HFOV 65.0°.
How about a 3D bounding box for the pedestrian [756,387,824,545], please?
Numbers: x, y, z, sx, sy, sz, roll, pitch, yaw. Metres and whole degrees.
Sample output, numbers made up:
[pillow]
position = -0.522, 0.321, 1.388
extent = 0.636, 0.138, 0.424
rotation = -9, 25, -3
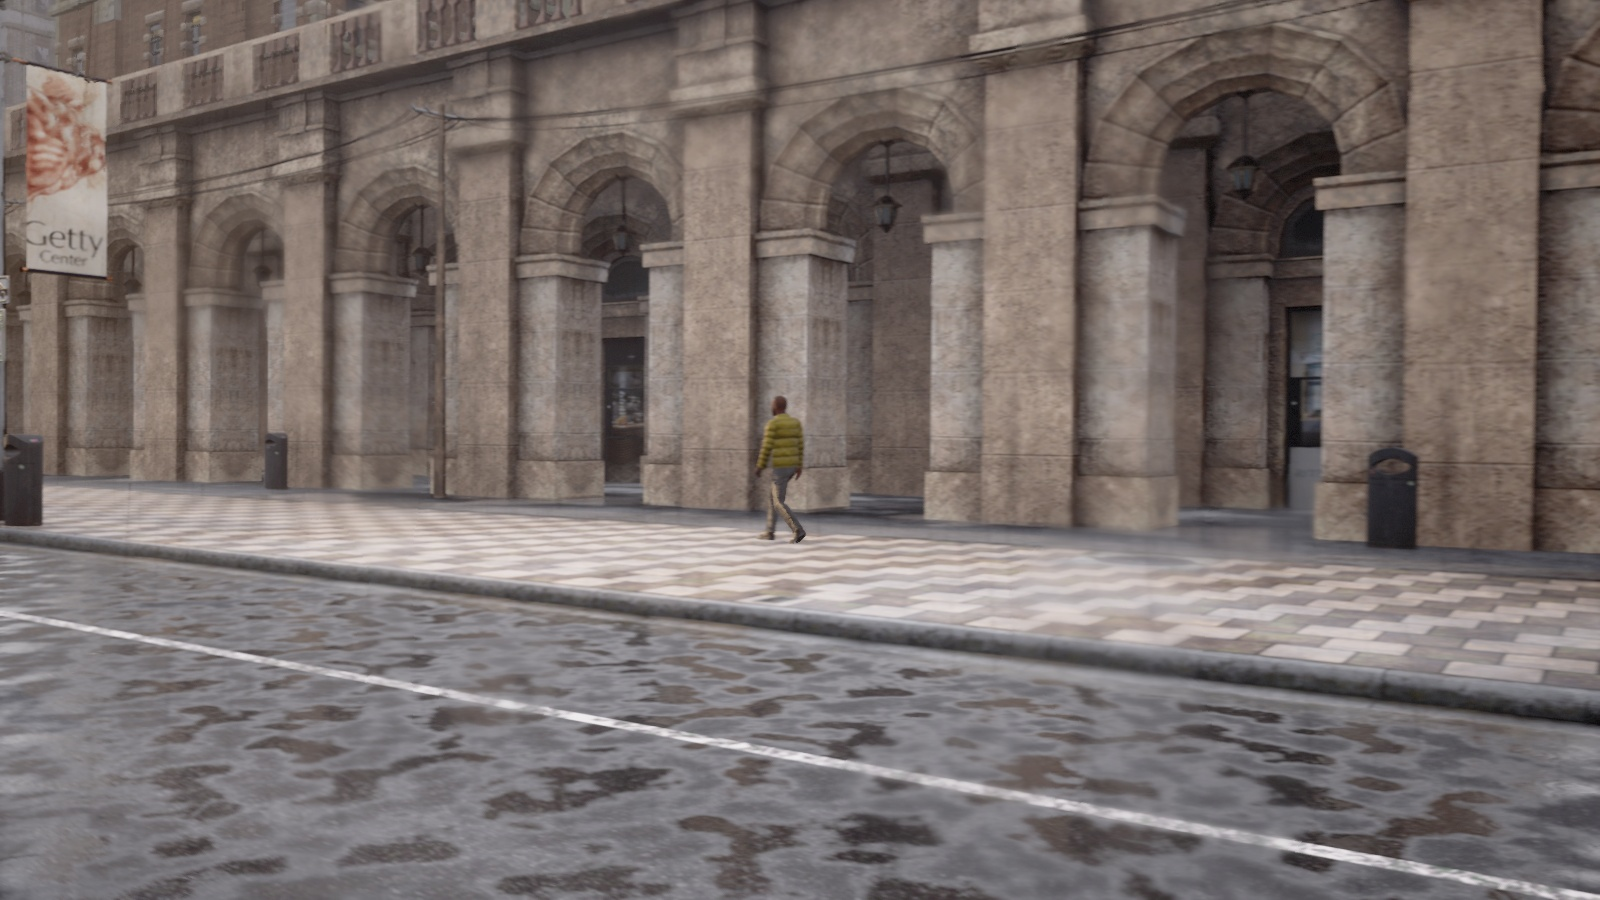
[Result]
[pedestrian]
position = -0.119, 0.185, 14.956
extent = 0.726, 1.835, 0.370
rotation = 0, 1, 41
